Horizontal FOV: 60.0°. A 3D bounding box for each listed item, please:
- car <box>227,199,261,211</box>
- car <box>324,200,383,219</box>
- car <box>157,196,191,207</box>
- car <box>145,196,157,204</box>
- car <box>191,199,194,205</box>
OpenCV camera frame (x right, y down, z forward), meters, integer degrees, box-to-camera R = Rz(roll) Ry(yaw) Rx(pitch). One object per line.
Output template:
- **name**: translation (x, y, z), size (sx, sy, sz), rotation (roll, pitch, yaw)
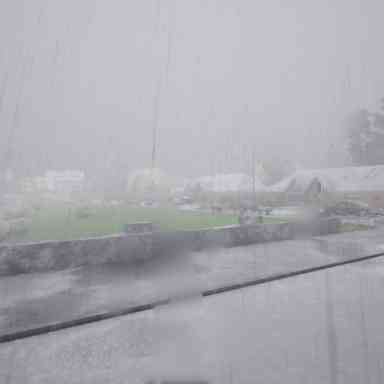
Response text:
- **car**: translation (6.120, 1.563, 39.547), size (1.994, 1.385, 4.181), rotation (0, 0, -35)
- **car**: translation (13.892, 1.505, 28.619), size (1.837, 1.490, 4.892), rotation (0, 0, -35)
- **car**: translation (-2.950, 1.548, 52.327), size (2.033, 1.411, 5.357), rotation (0, 0, -35)
- **car**: translation (-7.588, 1.478, 65.849), size (1.882, 1.535, 5.008), rotation (0, 0, -35)
- **car**: translation (-1.664, 1.478, 57.614), size (1.882, 1.535, 5.008), rotation (0, 0, -35)
